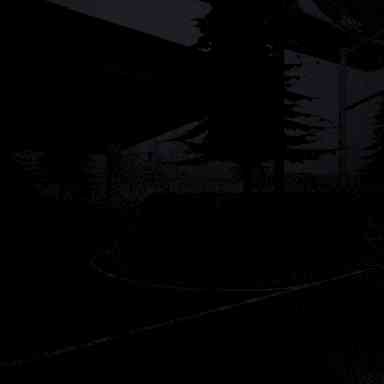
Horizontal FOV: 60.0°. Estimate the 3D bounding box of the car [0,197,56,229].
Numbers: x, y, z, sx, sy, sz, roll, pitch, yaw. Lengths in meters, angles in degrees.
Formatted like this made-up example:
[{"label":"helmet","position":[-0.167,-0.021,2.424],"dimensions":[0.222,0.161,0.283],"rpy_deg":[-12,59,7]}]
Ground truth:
[{"label":"car","position":[-11.854,1.313,23.546],"dimensions":[3.866,1.878,1.905],"rpy_deg":[0,0,-36]}]
